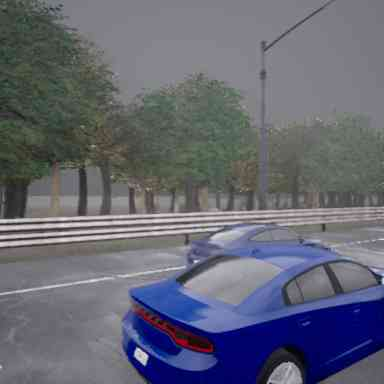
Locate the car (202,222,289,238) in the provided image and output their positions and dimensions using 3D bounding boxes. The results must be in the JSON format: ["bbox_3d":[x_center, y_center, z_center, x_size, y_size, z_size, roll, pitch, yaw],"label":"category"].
[{"bbox_3d":[2.000,1.582,9.392,4.674,1.442,1.812,1,0,-35],"label":"car"}]

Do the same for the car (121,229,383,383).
[{"bbox_3d":[1.509,1.509,4.776,5.008,1.535,1.882,1,0,-35],"label":"car"}]
